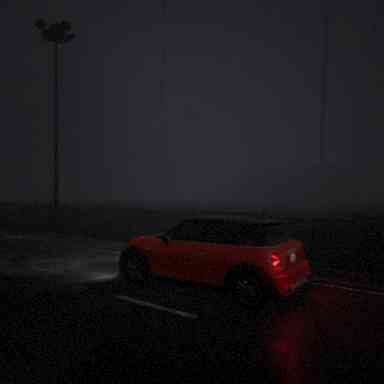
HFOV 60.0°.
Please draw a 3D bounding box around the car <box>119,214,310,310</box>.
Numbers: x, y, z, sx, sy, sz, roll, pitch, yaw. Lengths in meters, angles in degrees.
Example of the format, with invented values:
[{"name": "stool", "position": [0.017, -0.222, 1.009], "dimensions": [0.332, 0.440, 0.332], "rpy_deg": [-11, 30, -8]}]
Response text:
[{"name": "car", "position": [0.347, 1.352, 8.047], "dimensions": [4.553, 1.767, 2.097], "rpy_deg": [0, 0, 36]}]
